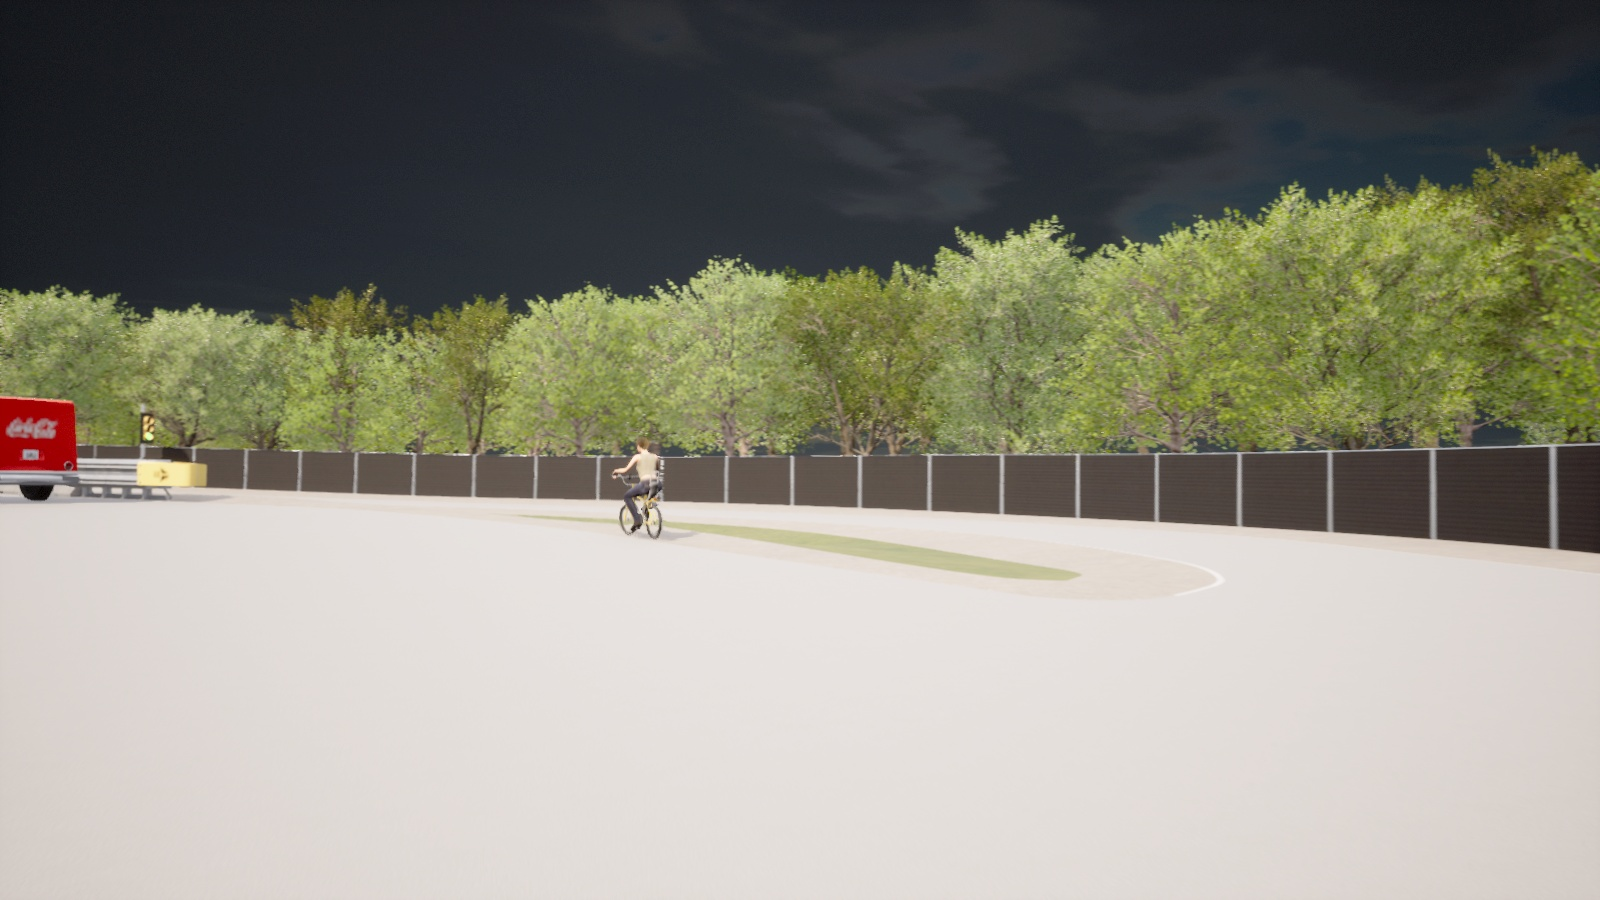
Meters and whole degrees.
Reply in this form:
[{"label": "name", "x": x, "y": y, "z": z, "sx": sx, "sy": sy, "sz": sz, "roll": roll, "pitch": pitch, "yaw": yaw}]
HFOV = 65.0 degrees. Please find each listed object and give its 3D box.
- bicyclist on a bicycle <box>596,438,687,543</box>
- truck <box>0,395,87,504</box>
[{"label": "bicyclist on a bicycle", "x": -2.546, "y": 0.614, "z": 20.111, "sx": 0.866, "sy": 1.612, "sz": 1.509, "roll": -1, "pitch": 1, "yaw": -33}, {"label": "truck", "x": -20.148, "y": -0.017, "z": 30.142, "sx": 5.204, "sy": 2.467, "sz": 2.627, "roll": 1, "pitch": -1, "yaw": 24}]
